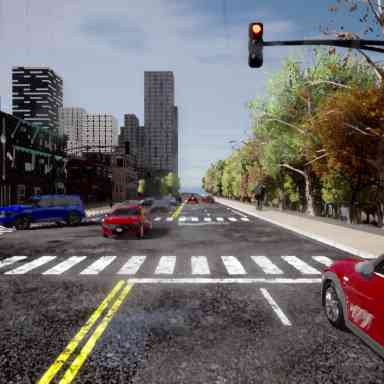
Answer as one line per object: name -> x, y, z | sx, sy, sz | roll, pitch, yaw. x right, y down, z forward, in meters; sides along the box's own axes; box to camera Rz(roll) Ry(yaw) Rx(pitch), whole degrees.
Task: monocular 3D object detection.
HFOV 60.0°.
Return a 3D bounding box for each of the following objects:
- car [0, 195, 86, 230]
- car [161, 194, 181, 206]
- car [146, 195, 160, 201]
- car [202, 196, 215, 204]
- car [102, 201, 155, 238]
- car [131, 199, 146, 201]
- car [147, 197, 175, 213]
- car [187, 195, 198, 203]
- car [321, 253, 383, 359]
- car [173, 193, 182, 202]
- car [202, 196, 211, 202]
car -> -9.704, 1.239, 21.801 | 2.150, 2.045, 5.566 | 1, 1, 41
car -> -3.315, 1.529, 53.134 | 2.033, 1.411, 5.357 | 0, 0, 0
car -> -6.573, 1.546, 52.234 | 1.994, 1.385, 4.181 | 0, 0, 0
car -> 3.373, 1.453, 65.312 | 1.882, 1.535, 5.008 | 0, 0, 0
car -> -3.344, 1.473, 17.776 | 1.882, 1.535, 5.008 | 0, 0, 0
car -> -6.585, 1.589, 35.891 | 1.895, 1.301, 4.718 | 0, 0, 0
car -> -3.334, 1.536, 36.550 | 2.033, 1.411, 5.357 | 0, 0, 0
car -> 0.123, 1.327, 65.981 | 2.097, 1.767, 4.553 | 0, 0, 0
car -> 3.350, 1.351, 4.140 | 2.097, 1.767, 4.553 | 0, 0, 0
car -> -3.225, 1.190, 69.351 | 2.150, 2.045, 5.566 | 0, 0, 0
car -> 3.279, 1.522, 75.455 | 1.994, 1.385, 4.181 | 0, 0, 0
